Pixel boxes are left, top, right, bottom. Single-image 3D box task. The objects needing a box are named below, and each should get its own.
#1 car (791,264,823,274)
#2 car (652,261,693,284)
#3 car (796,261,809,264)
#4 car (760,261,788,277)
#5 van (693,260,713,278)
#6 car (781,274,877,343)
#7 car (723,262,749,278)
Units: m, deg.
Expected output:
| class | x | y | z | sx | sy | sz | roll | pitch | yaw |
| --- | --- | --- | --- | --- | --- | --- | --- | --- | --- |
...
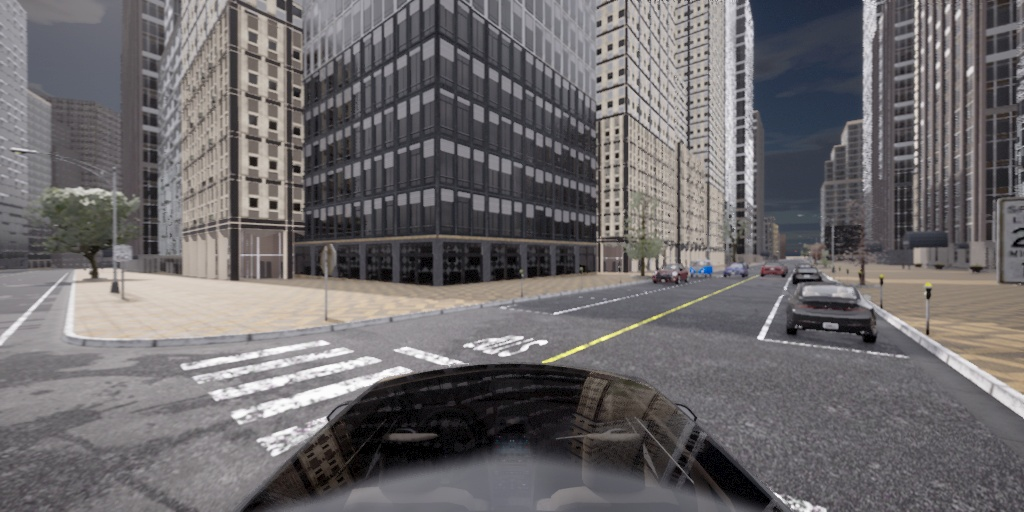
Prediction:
| class | x | y | z | sx | sy | sz | roll | pitch | yaw |
| --- | --- | --- | --- | --- | --- | --- | --- | --- | --- |
| car | 22.656 | 1.516 | 27.564 | 1.948 | 1.339 | 4.313 | 0 | 0 | 39 |
| car | 12.594 | 1.346 | 28.413 | 1.967 | 1.591 | 4.097 | 0 | 0 | 39 |
| car | 33.248 | 1.611 | 40.769 | 1.948 | 1.339 | 4.313 | 0 | 0 | 39 |
| car | 28.177 | 1.366 | 38.608 | 2.097 | 1.767 | 4.553 | 0 | 0 | 39 |
| van | 19.652 | 1.311 | 37.215 | 1.690 | 1.789 | 3.998 | 0 | 0 | 39 |
| car | 8.636 | 1.372 | 9.878 | 2.007 | 1.370 | 4.403 | 0 | 0 | 39 |
| car | 23.868 | 1.519 | 38.166 | 1.812 | 1.442 | 4.674 | 0 | 0 | 39 |
